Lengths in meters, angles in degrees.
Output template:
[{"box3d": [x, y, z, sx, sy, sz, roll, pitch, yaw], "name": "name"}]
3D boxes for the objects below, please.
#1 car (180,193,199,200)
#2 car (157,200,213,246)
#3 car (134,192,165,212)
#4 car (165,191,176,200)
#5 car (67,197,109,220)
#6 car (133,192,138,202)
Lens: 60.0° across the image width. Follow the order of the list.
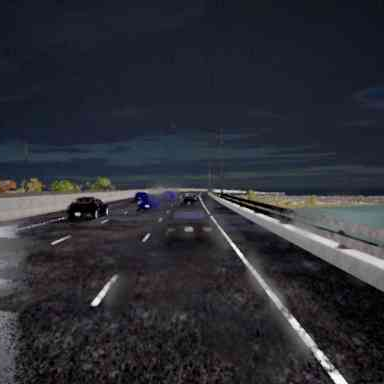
[{"box3d": [-0.293, 0.822, 36.725, 2.128, 1.511, 4.902, 0, 1, 0], "name": "car"}, {"box3d": [-0.131, 1.285, 13.894, 2.033, 1.411, 5.357, 0, 1, -1], "name": "car"}, {"box3d": [-3.775, 0.984, 30.246, 1.812, 1.442, 4.674, 0, 1, 0], "name": "car"}, {"box3d": [-3.713, 0.521, 54.222, 1.882, 1.535, 5.008, 0, 1, 1], "name": "car"}, {"box3d": [-7.232, 1.100, 23.409, 1.837, 1.490, 4.892, 0, 1, 0], "name": "car"}, {"box3d": [-7.263, 0.697, 47.731, 1.812, 1.442, 4.674, 0, 1, 0], "name": "car"}]
